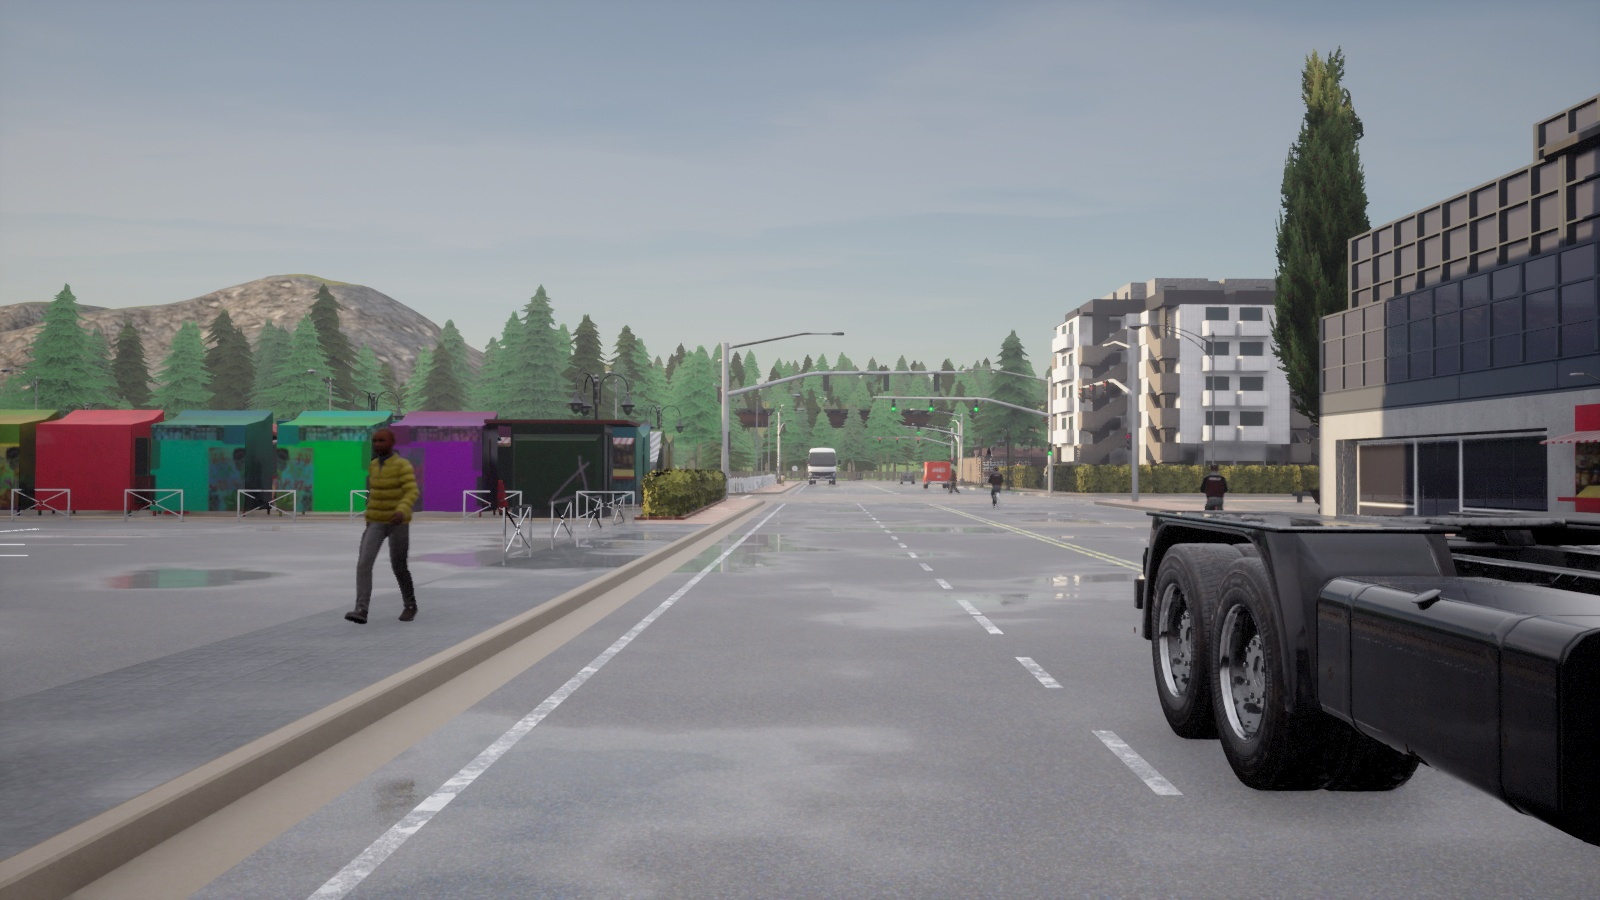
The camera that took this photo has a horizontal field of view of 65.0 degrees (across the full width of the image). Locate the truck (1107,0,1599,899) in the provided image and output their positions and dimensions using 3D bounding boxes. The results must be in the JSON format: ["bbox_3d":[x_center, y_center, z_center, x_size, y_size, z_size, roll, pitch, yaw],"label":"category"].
[{"bbox_3d":[3.537,-0.102,4.747,2.891,3.462,7.936,0,-1,1],"label":"truck"}]

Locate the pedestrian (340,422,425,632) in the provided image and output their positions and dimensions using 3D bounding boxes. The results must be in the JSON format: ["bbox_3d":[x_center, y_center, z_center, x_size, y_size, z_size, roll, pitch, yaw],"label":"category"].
[{"bbox_3d":[-3.764,0.678,11.353,0.370,1.835,0.726,-1,-1,16],"label":"pedestrian"}]

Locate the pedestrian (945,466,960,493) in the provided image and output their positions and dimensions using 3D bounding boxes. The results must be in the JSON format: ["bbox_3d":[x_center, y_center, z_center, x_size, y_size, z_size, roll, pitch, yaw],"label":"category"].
[{"bbox_3d":[10.285,1.981,84.743,0.899,1.844,0.634,0,-1,-7],"label":"pedestrian"}]
